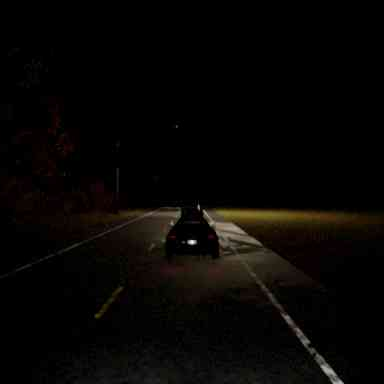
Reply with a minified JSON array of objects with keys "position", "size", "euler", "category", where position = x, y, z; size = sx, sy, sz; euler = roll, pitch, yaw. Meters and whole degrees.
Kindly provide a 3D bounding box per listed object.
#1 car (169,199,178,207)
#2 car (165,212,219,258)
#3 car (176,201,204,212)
[{"position":[-3.513,2.207,65.685],"size":[1.837,1.490,4.892],"euler":[0,0,0],"category":"car"},{"position":[0.023,1.710,13.433],"size":[1.994,1.385,4.181],"euler":[0,-1,1],"category":"car"},{"position":[0.022,1.799,28.487],"size":[2.128,1.511,4.902],"euler":[0,0,1],"category":"car"}]
